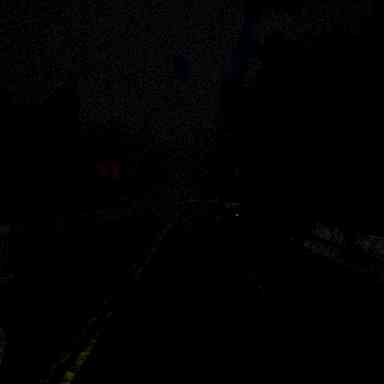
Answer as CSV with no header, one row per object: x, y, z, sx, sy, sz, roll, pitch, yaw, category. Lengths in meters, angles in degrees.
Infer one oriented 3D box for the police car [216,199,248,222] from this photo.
3.339,1.509,27.197,1.930,1.638,5.238,0,0,0,police car

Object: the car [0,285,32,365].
-3.337,1.605,2.773,1.895,1.301,4.718,0,0,0,car

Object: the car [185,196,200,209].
0.111,1.737,48.178,1.812,1.442,4.674,0,0,0,car

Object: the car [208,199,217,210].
3.291,1.682,46.990,1.882,1.535,5.008,0,0,1,car
